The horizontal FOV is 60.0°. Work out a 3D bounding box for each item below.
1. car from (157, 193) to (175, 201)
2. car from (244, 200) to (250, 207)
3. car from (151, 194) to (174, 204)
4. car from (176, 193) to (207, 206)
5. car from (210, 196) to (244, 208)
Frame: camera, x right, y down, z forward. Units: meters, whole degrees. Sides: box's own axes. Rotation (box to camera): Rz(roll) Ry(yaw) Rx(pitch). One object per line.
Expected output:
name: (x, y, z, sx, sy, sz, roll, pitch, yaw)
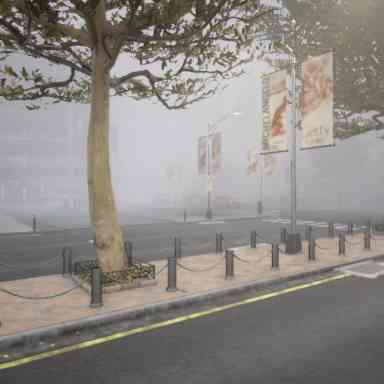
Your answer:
car: (-5.085, 1.219, 67.868, 5.566, 2.045, 2.150, 0, 0, 45)
car: (6.980, 1.524, 52.017, 1.812, 1.442, 4.674, 0, 0, -36)
car: (-6.081, 1.562, 63.566, 1.994, 1.385, 4.181, 0, 0, -42)
car: (-0.178, 1.350, 55.955, 2.097, 1.767, 4.553, 0, 0, -36)
car: (4.916, 1.350, 48.874, 2.097, 1.767, 4.553, 0, 0, -35)
